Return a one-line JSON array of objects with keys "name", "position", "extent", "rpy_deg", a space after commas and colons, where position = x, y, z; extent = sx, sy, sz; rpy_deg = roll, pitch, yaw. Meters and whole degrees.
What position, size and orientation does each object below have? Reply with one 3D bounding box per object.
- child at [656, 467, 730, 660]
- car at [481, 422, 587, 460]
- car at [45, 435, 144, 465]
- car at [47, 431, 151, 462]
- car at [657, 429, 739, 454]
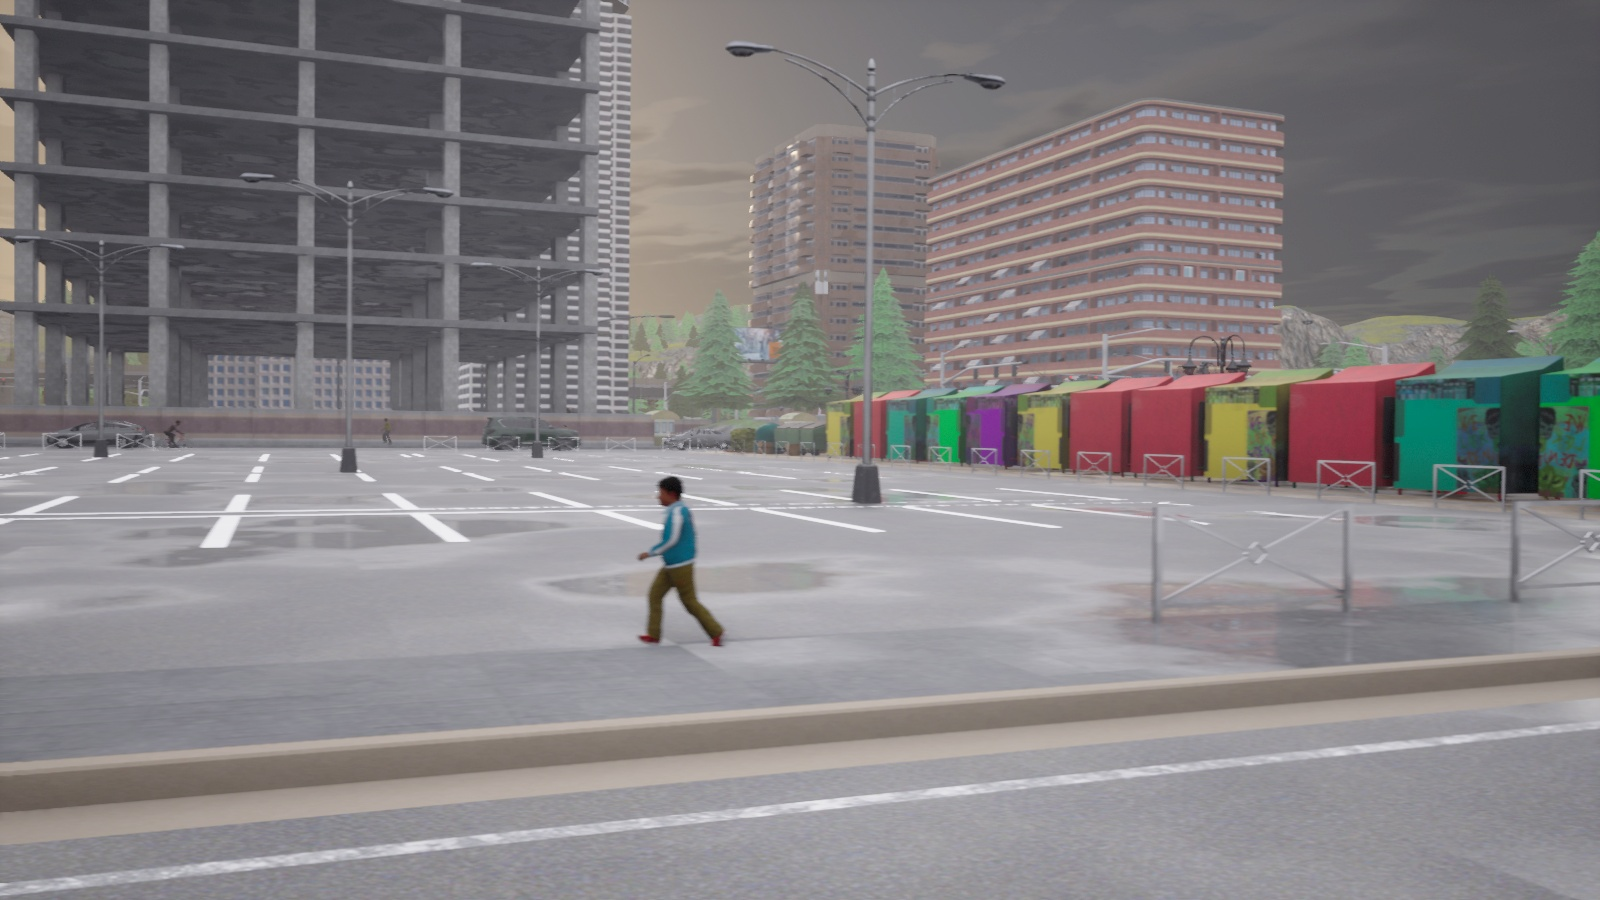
[{"name": "child", "position": [-0.690, 0.713, 8.046], "extent": [0.448, 1.192, 0.343], "rpy_deg": [-1, 1, -6]}, {"name": "car", "position": [-15.164, -0.539, 71.553], "extent": [5.566, 2.045, 2.150], "rpy_deg": [-1, 1, -23]}, {"name": "car", "position": [-38.832, -0.018, 69.260], "extent": [4.514, 1.525, 2.007], "rpy_deg": [-1, 1, -23]}, {"name": "car", "position": [-40.338, -0.221, 72.422], "extent": [5.027, 1.651, 2.152], "rpy_deg": [-1, 1, -23]}, {"name": "car", "position": [-6.715, -0.574, 82.667], "extent": [4.902, 1.511, 2.128], "rpy_deg": [-1, 1, -23]}]
